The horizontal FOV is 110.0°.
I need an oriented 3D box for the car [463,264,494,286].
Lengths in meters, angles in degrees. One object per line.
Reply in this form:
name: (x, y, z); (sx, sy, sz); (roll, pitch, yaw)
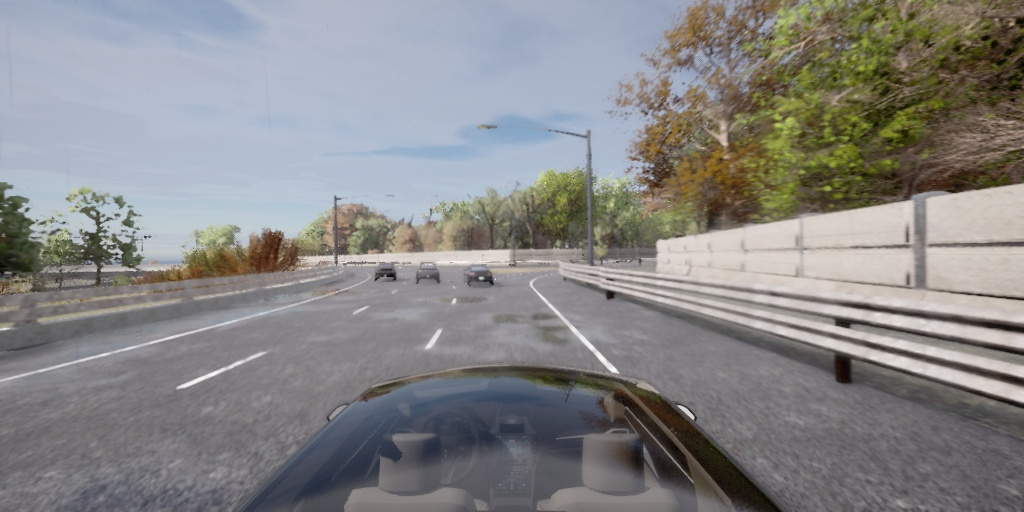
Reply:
car: (-2.476, 1.315, 25.821); (1.812, 1.442, 4.674); (-1, 0, -12)

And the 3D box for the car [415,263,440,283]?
car: (-6.979, 1.355, 29.665); (2.128, 1.511, 4.902); (-1, 0, -14)

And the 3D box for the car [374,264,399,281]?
car: (-11.601, 1.444, 33.207); (1.837, 1.490, 4.892); (0, 0, -17)
